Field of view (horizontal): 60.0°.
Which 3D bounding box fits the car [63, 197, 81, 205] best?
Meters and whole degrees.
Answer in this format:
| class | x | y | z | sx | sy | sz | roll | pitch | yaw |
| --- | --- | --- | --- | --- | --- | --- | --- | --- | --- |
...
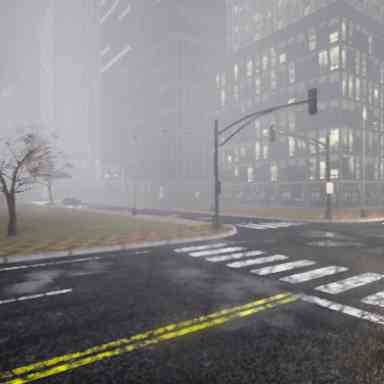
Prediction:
| class | x | y | z | sx | sy | sz | roll | pitch | yaw |
| --- | --- | --- | --- | --- | --- | --- | --- | --- | --- |
| car | -19.997 | 1.515 | 55.438 | 1.895 | 1.301 | 4.718 | -1 | 0 | -35 |
